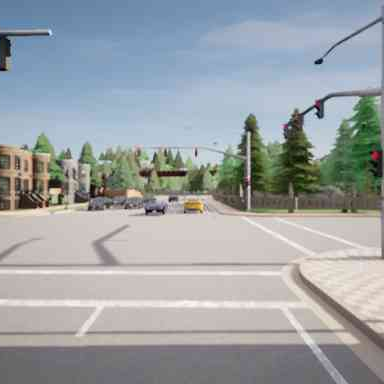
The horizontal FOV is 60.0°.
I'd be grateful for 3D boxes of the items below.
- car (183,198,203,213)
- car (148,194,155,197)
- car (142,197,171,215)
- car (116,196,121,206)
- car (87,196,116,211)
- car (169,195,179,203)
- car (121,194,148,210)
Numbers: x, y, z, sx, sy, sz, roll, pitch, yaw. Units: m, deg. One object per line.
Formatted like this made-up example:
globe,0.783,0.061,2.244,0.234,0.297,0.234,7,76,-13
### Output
car,0.106,1.337,35.597,1.882,1.535,5.008,0,0,0
car,-7.016,1.140,53.818,2.097,1.767,4.553,0,0,1
car,-3.395,1.472,32.473,1.895,1.301,4.718,0,0,0
car,-10.561,1.298,48.361,2.128,1.511,4.902,0,0,0
car,-10.569,1.353,38.323,1.837,1.490,4.892,0,0,0
car,-3.491,1.256,63.025,1.837,1.490,4.892,0,0,0
car,-7.057,1.343,41.034,1.837,1.490,4.892,0,0,0
